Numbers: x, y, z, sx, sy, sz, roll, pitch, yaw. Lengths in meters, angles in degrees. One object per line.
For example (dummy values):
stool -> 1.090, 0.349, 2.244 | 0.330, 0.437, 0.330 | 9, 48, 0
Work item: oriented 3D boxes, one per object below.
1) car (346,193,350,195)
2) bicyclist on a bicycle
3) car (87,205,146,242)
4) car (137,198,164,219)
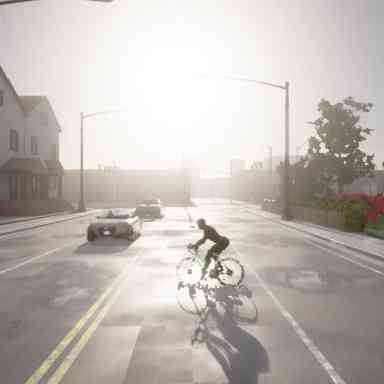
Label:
car -> 23.037, 1.220, 53.169 | 5.566, 2.045, 2.150 | 0, 0, 0
bicyclist on a bicycle -> 0.399, 1.455, 7.922 | 1.656, 1.620, 0.582 | -2, -1, 14
car -> -3.640, 1.564, 16.184 | 1.994, 1.385, 4.181 | 0, 0, 0
car -> -3.651, 1.352, 29.186 | 2.097, 1.767, 4.553 | 0, 0, 0
